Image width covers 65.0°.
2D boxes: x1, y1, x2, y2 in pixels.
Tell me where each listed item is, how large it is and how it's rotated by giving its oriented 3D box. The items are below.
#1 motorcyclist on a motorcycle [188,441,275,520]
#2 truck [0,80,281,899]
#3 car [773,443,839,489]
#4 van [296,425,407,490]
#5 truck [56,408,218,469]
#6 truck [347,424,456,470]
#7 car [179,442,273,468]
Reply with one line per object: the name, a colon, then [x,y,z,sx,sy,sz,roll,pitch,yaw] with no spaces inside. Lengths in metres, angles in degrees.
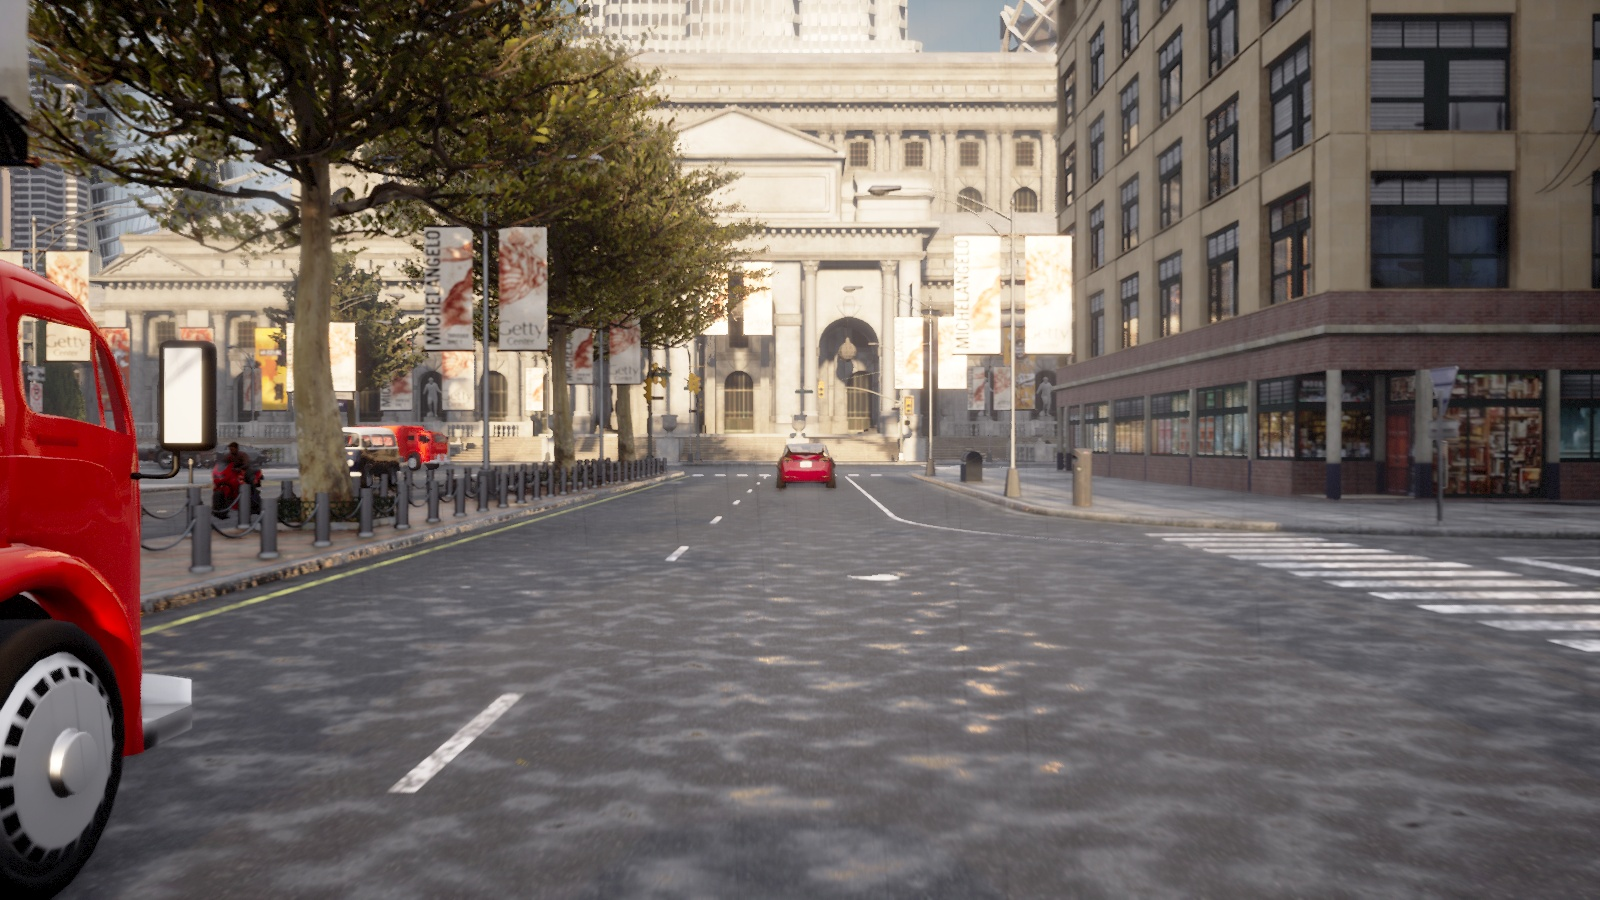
motorcyclist on a motorcycle: [-11.368,0.578,25.178,0.797,1.523,2.044,0,0,0]
truck: [-3.472,0.242,2.594,2.627,2.467,5.204,0,0,0]
car: [0.213,0.502,43.439,2.163,1.488,4.792,0,0,0]
van: [-14.795,0.224,41.667,2.069,2.038,4.480,0,0,0]
truck: [-38.711,-0.681,73.511,7.936,3.462,2.891,0,0,0]
truck: [-22.205,-0.153,70.026,5.204,2.467,2.627,0,-1,16]
car: [-35.164,0.293,76.993,4.892,1.490,1.837,1,0,0]
